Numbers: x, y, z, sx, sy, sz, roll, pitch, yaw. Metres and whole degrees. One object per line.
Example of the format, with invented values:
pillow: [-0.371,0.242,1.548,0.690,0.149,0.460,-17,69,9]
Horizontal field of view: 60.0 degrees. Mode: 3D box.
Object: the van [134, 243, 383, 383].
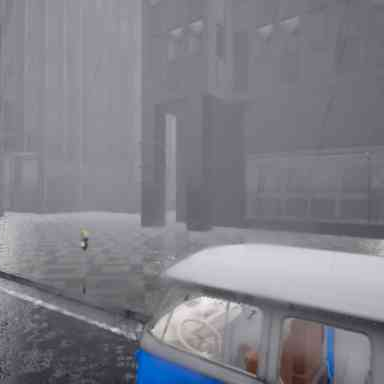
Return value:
van: [1.397,1.342,1.968,3.998,1.788,1.690,0,0,35]
